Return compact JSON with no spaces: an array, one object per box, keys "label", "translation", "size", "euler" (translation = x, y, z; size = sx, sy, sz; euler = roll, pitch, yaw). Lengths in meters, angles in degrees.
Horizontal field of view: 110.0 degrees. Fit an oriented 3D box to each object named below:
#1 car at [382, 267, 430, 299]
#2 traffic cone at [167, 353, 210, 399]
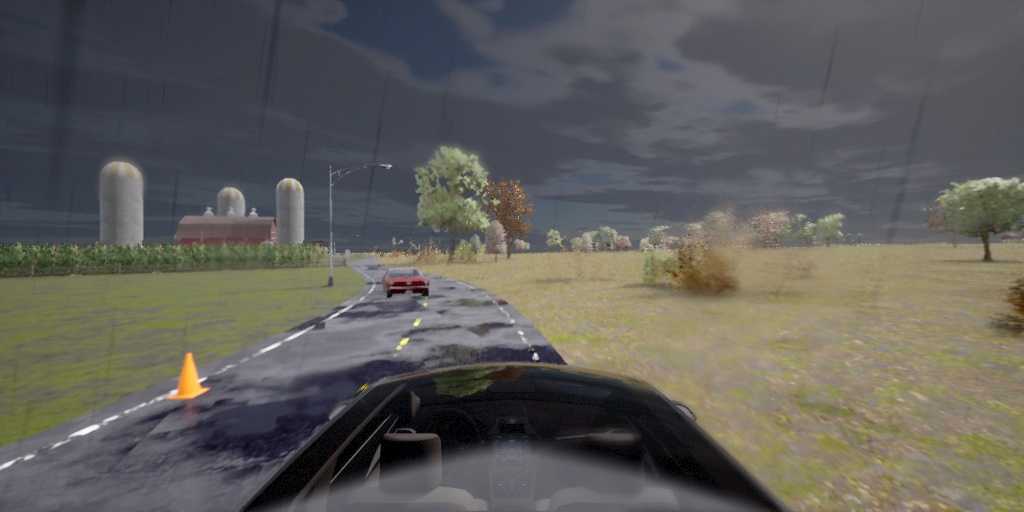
[{"label":"car","translation":[-5.257,1.235,17.499],"size":[1.895,1.301,4.718],"euler":[0,0,-22]},{"label":"traffic cone","translation":[-4.643,1.692,5.161],"size":[0.340,0.580,0.340],"euler":[0,0,-4]}]
